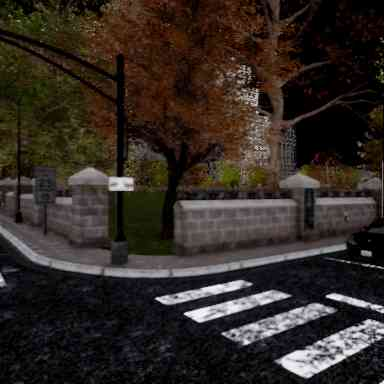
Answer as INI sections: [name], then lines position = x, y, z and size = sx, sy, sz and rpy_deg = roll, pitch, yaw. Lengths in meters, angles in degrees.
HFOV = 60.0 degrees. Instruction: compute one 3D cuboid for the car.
[car]
position = 7.257, 1.559, 11.732
size = 4.313, 1.339, 1.947
rpy_deg = 0, 0, -35
